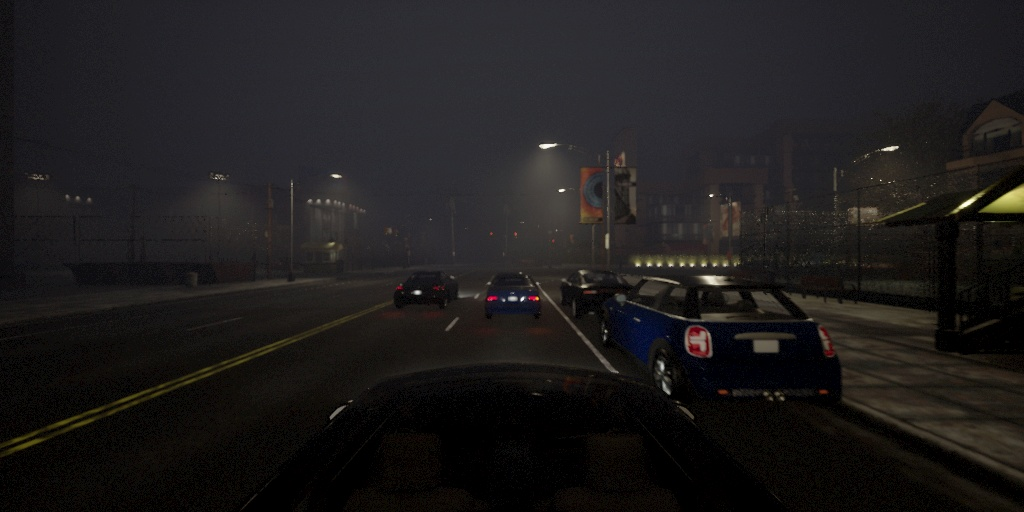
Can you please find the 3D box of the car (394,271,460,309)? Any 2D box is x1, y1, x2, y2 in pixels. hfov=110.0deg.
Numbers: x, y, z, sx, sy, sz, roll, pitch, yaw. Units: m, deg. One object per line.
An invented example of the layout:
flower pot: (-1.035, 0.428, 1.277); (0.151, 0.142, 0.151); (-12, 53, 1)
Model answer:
car: (-3.439, 1.315, 15.109); (1.994, 1.385, 4.181); (0, 0, 0)

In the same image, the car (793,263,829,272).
car: (36.520, 1.325, 43.688); (4.181, 1.385, 1.994); (0, 0, 0)

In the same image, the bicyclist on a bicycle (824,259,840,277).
bicyclist on a bicycle: (26.073, 1.058, 29.139); (0.582, 1.620, 1.656); (0, 0, -1)

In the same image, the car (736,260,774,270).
car: (32.137, 1.266, 47.162); (4.892, 1.490, 1.837); (0, 0, 0)

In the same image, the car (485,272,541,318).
car: (0.044, 1.300, 13.027); (2.033, 1.411, 5.357); (0, 0, 0)
